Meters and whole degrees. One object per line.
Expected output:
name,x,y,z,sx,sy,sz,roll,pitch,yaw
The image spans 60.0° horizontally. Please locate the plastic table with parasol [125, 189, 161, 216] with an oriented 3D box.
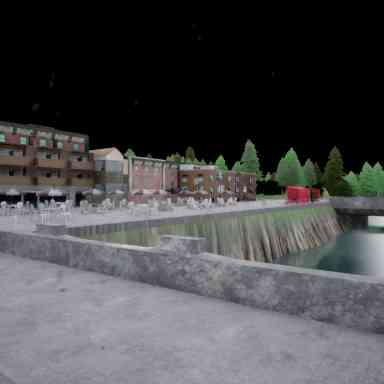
plastic table with parasol,-4.710,0.925,32.160,2.482,2.480,2.482,0,0,36
